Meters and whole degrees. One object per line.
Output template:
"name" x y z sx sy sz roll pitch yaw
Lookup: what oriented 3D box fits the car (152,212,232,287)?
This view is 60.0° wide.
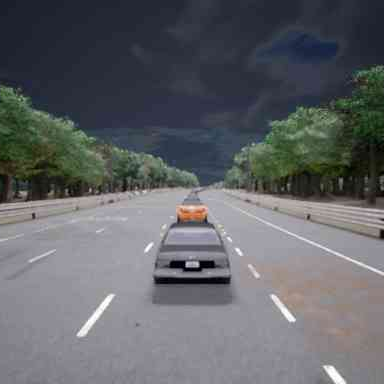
"car" 0.008 1.546 9.410 2.033 1.411 5.357 0 0 0

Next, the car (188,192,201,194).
"car" 0.037 1.180 39.924 2.128 1.511 4.902 0 1 0

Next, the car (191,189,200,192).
"car" 0.152 0.690 64.303 1.994 1.385 4.181 0 1 1

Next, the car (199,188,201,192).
"car" 0.670 0.103 85.865 1.882 1.535 5.008 0 1 2

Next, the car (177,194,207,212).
"car" 0.022 1.256 24.763 2.097 1.767 4.553 0 1 0
